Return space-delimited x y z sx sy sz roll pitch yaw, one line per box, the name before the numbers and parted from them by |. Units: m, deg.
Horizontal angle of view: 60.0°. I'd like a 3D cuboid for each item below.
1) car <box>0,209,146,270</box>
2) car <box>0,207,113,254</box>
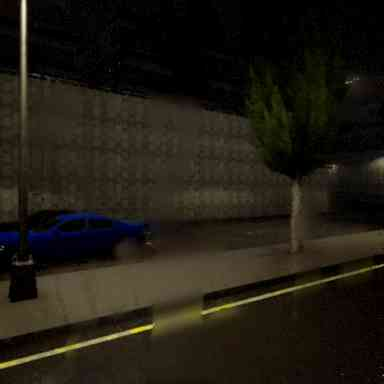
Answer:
car | -3.984 1.479 10.976 5.008 1.535 1.882 0 0 -35
car | -6.017 1.480 13.825 5.008 1.535 1.882 0 0 -35
